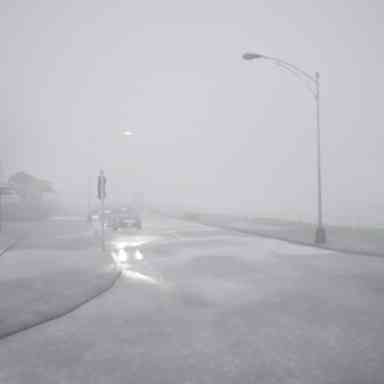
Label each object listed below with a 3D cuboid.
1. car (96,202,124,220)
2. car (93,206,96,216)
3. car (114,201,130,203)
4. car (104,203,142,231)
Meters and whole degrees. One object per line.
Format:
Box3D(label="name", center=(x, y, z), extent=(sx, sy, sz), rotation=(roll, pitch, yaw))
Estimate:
Box3D(label="car", center=(-7.887, 1.975, 31.943), extent=(1.812, 1.442, 4.674), rotation=(-1, -1, -20))
Box3D(label="car", center=(-11.271, 2.161, 41.376), extent=(1.994, 1.385, 4.181), rotation=(-1, -1, -20))
Box3D(label="car", center=(-10.463, 2.162, 51.431), extent=(1.882, 1.535, 5.008), rotation=(-1, -1, -20))
Box3D(label="car", center=(-4.751, 1.805, 23.220), extent=(2.128, 1.511, 4.902), rotation=(-1, -1, -20))
